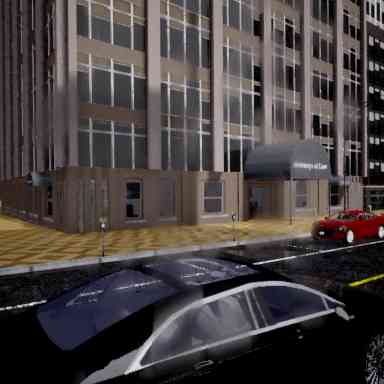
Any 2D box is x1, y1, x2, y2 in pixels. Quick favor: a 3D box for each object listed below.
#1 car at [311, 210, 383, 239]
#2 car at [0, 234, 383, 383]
[{"bbox_3d":[7.474,1.542,15.764,4.507,1.381,1.887,0,-1,-35],"label":"car"},{"bbox_3d":[0.350,1.490,3.567,4.902,1.511,2.128,0,0,-35],"label":"car"}]
